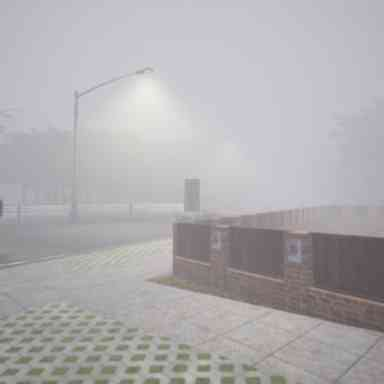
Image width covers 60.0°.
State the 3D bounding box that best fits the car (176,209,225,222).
[{"bbox_3d":[0.813,1.922,25.299,1.895,1.301,4.718,1,0,30],"label":"car"}]

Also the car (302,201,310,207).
[{"bbox_3d":[27.113,2.767,79.521,2.033,1.411,5.357,1,-1,21],"label":"car"}]

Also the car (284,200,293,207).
[{"bbox_3d":[23.608,2.750,81.253,2.128,1.511,4.902,1,0,24],"label":"car"}]
